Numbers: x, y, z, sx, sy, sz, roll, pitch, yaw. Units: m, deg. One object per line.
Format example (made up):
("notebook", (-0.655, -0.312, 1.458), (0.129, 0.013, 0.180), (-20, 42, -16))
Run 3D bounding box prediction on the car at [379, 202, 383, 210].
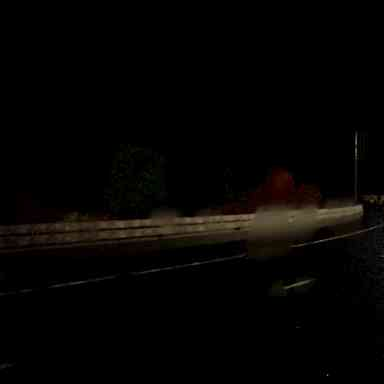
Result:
("car", (32.904, 2.391, 55.932), (1.837, 1.490, 4.892), (0, -1, 16))
